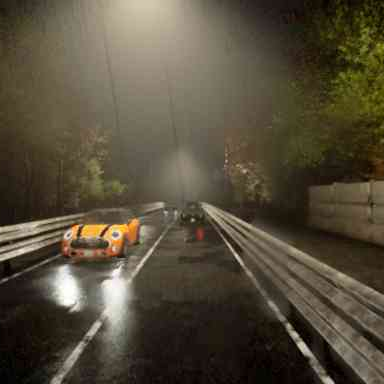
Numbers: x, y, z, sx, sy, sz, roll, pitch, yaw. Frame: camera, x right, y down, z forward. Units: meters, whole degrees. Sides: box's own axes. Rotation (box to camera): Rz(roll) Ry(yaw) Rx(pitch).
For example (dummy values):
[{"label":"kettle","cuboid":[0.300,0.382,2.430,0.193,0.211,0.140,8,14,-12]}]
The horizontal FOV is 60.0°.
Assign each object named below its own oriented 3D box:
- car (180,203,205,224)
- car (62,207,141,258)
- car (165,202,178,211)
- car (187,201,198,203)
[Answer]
[{"label":"car","cuboid":[0.071,1.856,27.125,1.895,1.301,4.718,0,-1,0]},{"label":"car","cuboid":[-3.349,1.439,13.041,2.097,1.767,4.553,0,-1,0]},{"label":"car","cuboid":[-3.315,2.320,53.927,1.812,1.442,4.674,0,-1,0]},{"label":"car","cuboid":[0.090,1.885,42.540,2.097,1.767,4.553,0,-1,0]}]
